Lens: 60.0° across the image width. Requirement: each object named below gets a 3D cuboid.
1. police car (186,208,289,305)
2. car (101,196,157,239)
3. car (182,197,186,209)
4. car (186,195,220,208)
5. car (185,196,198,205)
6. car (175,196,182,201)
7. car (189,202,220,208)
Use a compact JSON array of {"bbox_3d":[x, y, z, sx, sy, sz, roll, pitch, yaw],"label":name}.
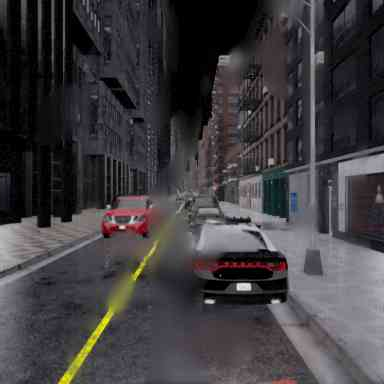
[{"bbox_3d":[0.887,1.427,8.305,1.930,1.638,5.238,0,0,0],"label":"police car"},{"bbox_3d":[-3.128,1.225,17.646,2.150,2.045,5.566,0,0,0],"label":"car"},{"bbox_3d":[-0.058,1.518,45.735,1.837,1.490,4.892,0,0,0],"label":"car"},{"bbox_3d":[0.864,1.231,24.226,2.150,2.045,5.566,0,0,0],"label":"car"},{"bbox_3d":[-0.089,1.508,60.039,2.128,1.511,4.902,0,0,0],"label":"car"},{"bbox_3d":[-3.123,1.585,83.526,1.994,1.385,4.181,0,0,0],"label":"car"},{"bbox_3d":[0.872,1.509,18.196,1.837,1.490,4.892,0,0,0],"label":"car"}]
